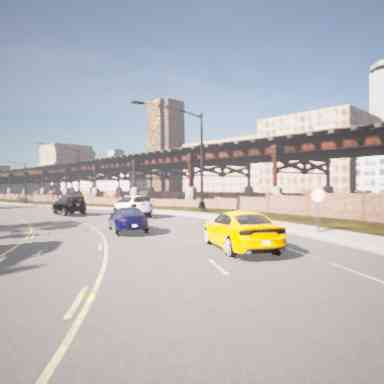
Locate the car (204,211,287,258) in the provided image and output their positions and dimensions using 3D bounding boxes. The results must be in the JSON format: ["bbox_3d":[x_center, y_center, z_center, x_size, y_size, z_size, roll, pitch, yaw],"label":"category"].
[{"bbox_3d":[1.834,1.474,12.966,1.882,1.535,5.008,-1,0,-12],"label":"car"}]

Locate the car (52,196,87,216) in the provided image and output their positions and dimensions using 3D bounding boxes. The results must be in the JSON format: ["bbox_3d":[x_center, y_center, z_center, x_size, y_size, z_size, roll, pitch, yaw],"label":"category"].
[{"bbox_3d":[-13.351,1.476,36.073,2.150,2.045,5.566,-1,0,-40],"label":"car"}]

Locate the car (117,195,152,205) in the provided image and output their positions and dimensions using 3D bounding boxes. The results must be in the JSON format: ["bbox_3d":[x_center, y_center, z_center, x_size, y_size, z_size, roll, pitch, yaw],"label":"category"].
[{"bbox_3d":[-5.573,1.329,31.183,2.150,2.045,5.566,-1,0,-31],"label":"car"}]

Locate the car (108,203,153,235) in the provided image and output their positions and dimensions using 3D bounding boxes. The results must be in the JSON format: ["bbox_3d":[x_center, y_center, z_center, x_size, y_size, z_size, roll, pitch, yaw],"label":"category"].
[{"bbox_3d":[-3.771,1.607,19.472,1.812,1.442,4.674,-1,0,-20],"label":"car"}]
